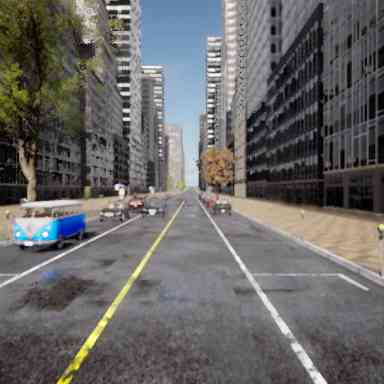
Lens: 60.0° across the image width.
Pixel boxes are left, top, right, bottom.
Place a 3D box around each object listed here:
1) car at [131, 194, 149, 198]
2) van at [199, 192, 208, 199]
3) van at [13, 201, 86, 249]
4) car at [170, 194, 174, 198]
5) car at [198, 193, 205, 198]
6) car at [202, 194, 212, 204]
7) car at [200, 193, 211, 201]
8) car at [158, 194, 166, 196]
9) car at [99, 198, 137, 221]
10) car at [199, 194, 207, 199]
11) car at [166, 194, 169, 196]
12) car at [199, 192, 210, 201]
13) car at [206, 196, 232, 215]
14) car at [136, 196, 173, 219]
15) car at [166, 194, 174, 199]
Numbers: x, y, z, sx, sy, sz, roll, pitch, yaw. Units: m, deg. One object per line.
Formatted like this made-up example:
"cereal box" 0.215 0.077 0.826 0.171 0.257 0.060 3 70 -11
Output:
"car" -5.715 1.110 36.382 2.192 1.841 5.009 0 0 0
"van" 2.651 1.006 59.058 1.690 1.788 3.998 0 0 0
"van" -5.700 1.263 13.711 1.690 1.788 3.998 0 0 0
"car" -5.740 1.135 76.058 1.947 1.339 4.313 0 0 0
"car" 2.629 1.034 93.068 1.947 1.339 4.313 0 0 0
"car" 2.662 1.306 42.056 1.887 1.381 4.507 0 0 0
"car" 2.655 1.242 53.392 1.887 1.381 4.507 0 0 0
"car" -5.726 1.243 53.388 1.887 1.381 4.507 0 0 0
"car" -5.707 1.409 25.048 2.008 1.369 4.403 0 0 0
"car" 2.637 1.117 81.731 1.802 1.307 4.206 0 0 0
"car" -5.729 1.232 59.055 1.947 1.339 4.313 0 0 0
"car" 2.644 0.915 70.394 2.192 1.841 5.009 0 0 0
"car" 2.670 1.376 30.720 2.008 1.369 4.403 0 0 0
"car" -3.017 1.334 27.726 2.128 1.511 4.902 0 0 0
"car" -5.747 1.085 87.395 1.802 1.307 4.206 0 0 0
